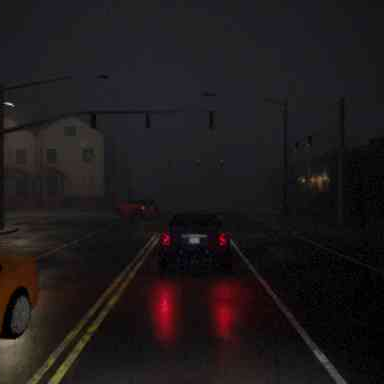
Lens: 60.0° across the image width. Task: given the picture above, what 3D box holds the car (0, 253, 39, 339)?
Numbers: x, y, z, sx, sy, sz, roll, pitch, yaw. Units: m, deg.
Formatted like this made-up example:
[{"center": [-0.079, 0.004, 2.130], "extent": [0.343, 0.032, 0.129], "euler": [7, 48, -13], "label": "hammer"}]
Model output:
[{"center": [-3.584, 1.472, 3.703], "extent": [1.882, 1.535, 5.008], "euler": [0, 0, 0], "label": "car"}]

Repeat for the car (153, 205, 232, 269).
[{"center": [0.082, 1.335, 11.221], "extent": [2.097, 1.767, 4.553], "euler": [0, 0, 0], "label": "car"}]

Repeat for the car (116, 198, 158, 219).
[{"center": [-4.655, 1.307, 28.375], "extent": [2.097, 1.767, 4.553], "euler": [-1, 0, -42], "label": "car"}]
